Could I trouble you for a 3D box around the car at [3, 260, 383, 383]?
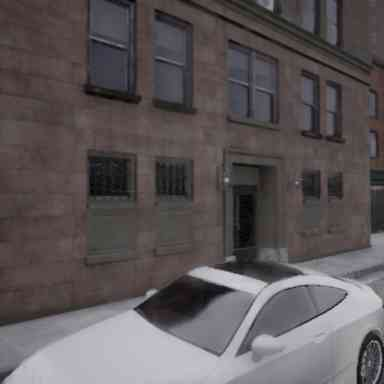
[{"bbox_3d":[0.497,1.595,3.737,4.674,1.442,1.812,1,-1,-38],"label":"car"}]
